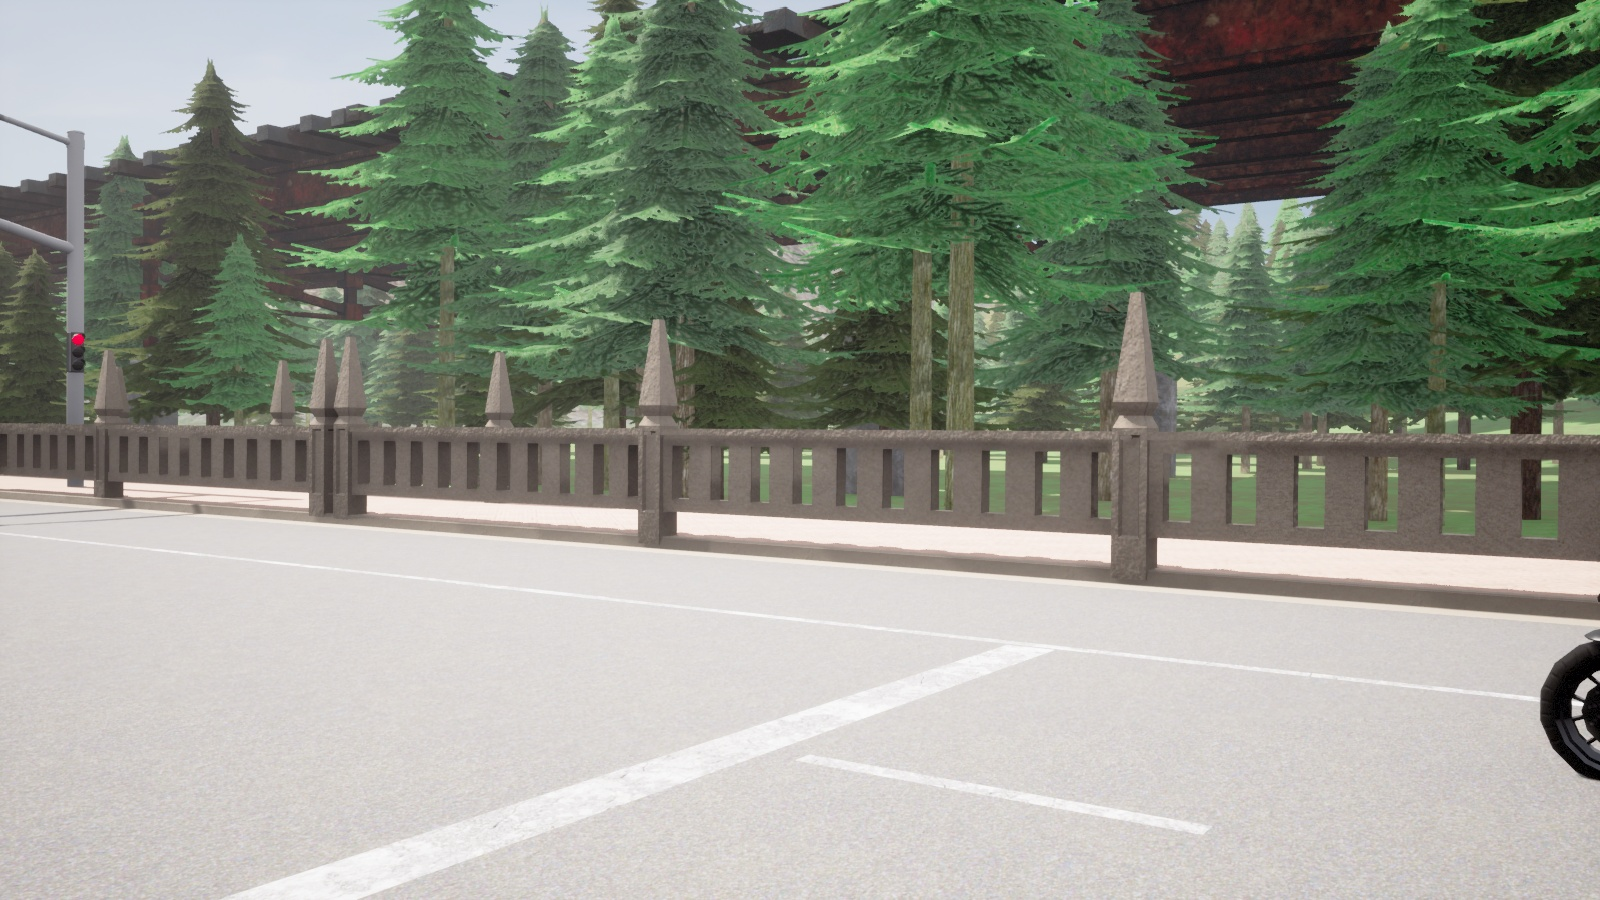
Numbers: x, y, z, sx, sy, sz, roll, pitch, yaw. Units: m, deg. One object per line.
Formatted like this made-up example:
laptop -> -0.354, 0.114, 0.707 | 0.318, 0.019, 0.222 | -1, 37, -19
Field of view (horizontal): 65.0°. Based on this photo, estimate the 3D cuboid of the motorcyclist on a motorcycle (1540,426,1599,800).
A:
motorcyclist on a motorcycle -> 4.247, 0.660, 5.004 | 2.191, 1.530, 0.866 | 0, 1, 34
